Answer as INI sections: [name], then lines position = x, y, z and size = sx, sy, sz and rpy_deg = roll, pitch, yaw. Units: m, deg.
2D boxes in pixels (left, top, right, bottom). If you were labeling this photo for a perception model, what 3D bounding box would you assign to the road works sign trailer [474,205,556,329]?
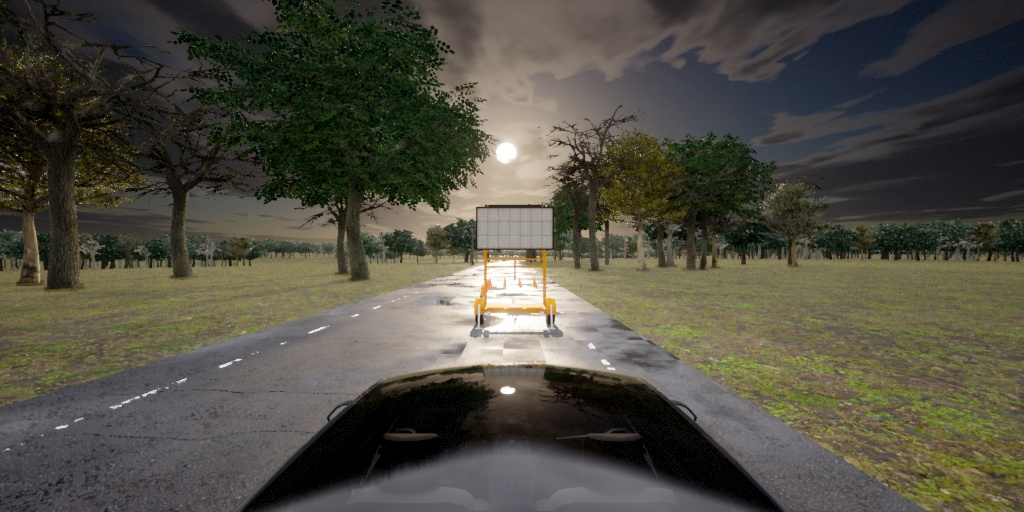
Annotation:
[road works sign trailer]
position = 0.091, 0.213, 11.177
size = 2.380, 3.560, 2.880
rpy_deg = 0, 0, 0
